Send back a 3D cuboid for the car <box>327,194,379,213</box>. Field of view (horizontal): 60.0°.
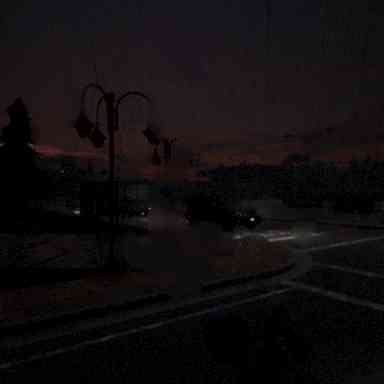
[{"bbox_3d":[15.404,1.257,31.916,1.845,1.501,3.633,0,0,-36],"label":"car"}]

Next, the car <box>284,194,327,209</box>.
[{"bbox_3d":[13.520,1.255,39.687,1.970,1.475,3.806,0,0,-36],"label":"car"}]

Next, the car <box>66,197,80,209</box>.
[{"bbox_3d":[-15.423,1.453,44.578,2.128,1.511,4.902,0,0,-36],"label":"car"}]

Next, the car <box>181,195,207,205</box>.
[{"bbox_3d":[0.275,1.223,53.102,2.007,1.523,4.514,0,0,-36],"label":"car"}]

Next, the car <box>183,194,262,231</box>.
[{"bbox_3d":[1.764,1.180,20.826,2.150,2.045,5.566,0,0,-36],"label":"car"}]

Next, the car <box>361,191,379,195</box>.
[{"bbox_3d":[35.609,0.821,68.026,1.932,1.855,4.605,0,0,-36],"label":"car"}]

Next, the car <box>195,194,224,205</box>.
[{"bbox_3d":[2.798,1.201,54.967,2.152,1.636,5.027,0,0,-36],"label":"car"}]

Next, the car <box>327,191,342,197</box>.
[{"bbox_3d":[25.056,1.075,61.370,2.007,1.523,4.514,0,0,-36],"label":"car"}]

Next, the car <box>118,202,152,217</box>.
[{"bbox_3d":[-5.611,1.560,30.956,1.895,1.301,4.718,0,0,-36],"label":"car"}]

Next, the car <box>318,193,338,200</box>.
[{"bbox_3d":[30.654,1.084,74.907,1.970,1.475,3.806,0,0,-36],"label":"car"}]

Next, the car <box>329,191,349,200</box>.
[{"bbox_3d":[33.714,0.786,76.339,1.905,1.878,3.866,0,0,-36],"label":"car"}]
